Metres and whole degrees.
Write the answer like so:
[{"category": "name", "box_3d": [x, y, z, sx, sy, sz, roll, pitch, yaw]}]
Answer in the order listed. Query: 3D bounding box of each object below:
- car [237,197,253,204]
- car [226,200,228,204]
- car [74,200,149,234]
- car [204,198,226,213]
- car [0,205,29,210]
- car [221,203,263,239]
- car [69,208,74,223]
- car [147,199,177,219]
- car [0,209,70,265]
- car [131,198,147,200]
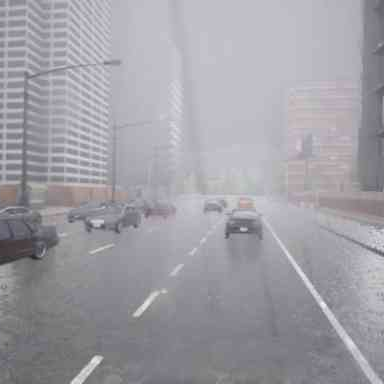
[{"category": "car", "box_3d": [7.191, 1.487, 45.052, 2.097, 1.767, 4.553, 1, 0, 9]}, {"category": "car", "box_3d": [4.184, 1.582, 48.402, 1.837, 1.490, 4.892, 1, 0, 9]}, {"category": "car", "box_3d": [-4.328, 1.406, 18.895, 2.128, 1.511, 4.902, 1, 0, 9]}, {"category": "car", "box_3d": [2.448, 1.569, 37.605, 1.812, 1.442, 4.674, 1, 0, 9]}, {"category": "car", "box_3d": [-8.579, 1.324, 14.525, 2.128, 1.511, 4.902, 1, 0, 9]}, {"category": "car", "box_3d": [2.768, 1.577, 17.706, 1.812, 1.442, 4.674, 1, 0, 9]}, {"category": "car", "box_3d": [-7.080, 1.365, 23.773, 1.837, 1.490, 4.892, 1, 0, 9]}, {"category": "car", "box_3d": [-2.673, 1.546, 29.059, 1.895, 1.301, 4.718, 1, 0, 9]}, {"category": "car", "box_3d": [-5.866, 1.433, 9.377, 2.033, 1.411, 5.357, 1, 0, 9]}, {"category": "car", "box_3d": [-5.435, 1.396, 33.777, 1.837, 1.490, 4.892, 1, 0, 9]}]
